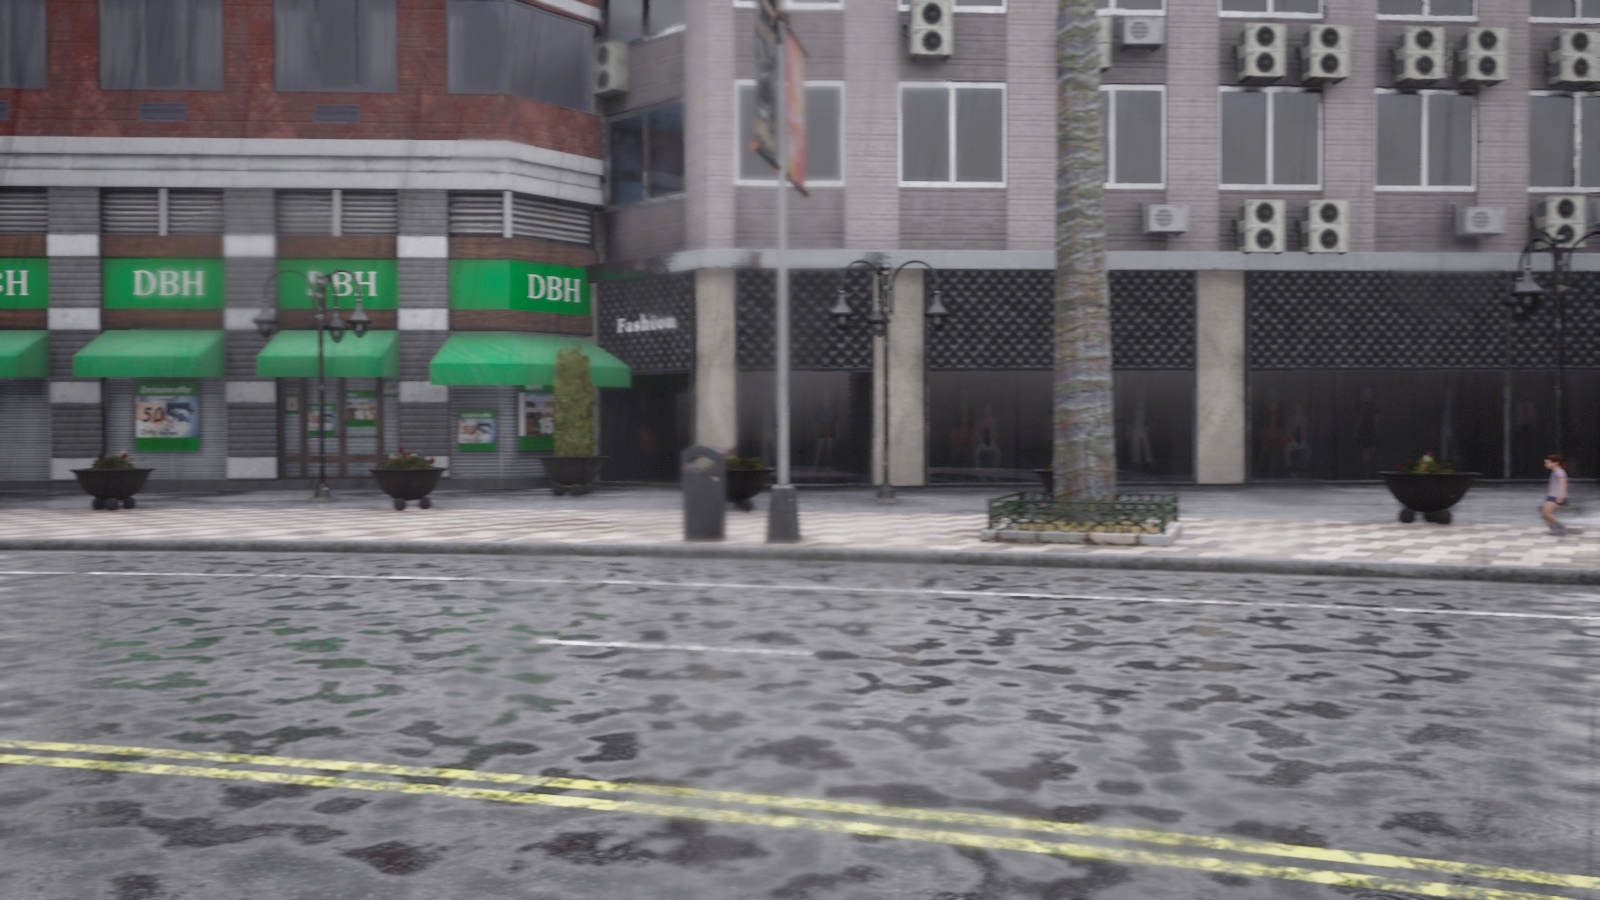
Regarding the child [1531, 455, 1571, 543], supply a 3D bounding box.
[{"bbox_3d":[9.652,0.620,16.153,0.394,1.110,0.255,1,1,21],"label":"child"}]
